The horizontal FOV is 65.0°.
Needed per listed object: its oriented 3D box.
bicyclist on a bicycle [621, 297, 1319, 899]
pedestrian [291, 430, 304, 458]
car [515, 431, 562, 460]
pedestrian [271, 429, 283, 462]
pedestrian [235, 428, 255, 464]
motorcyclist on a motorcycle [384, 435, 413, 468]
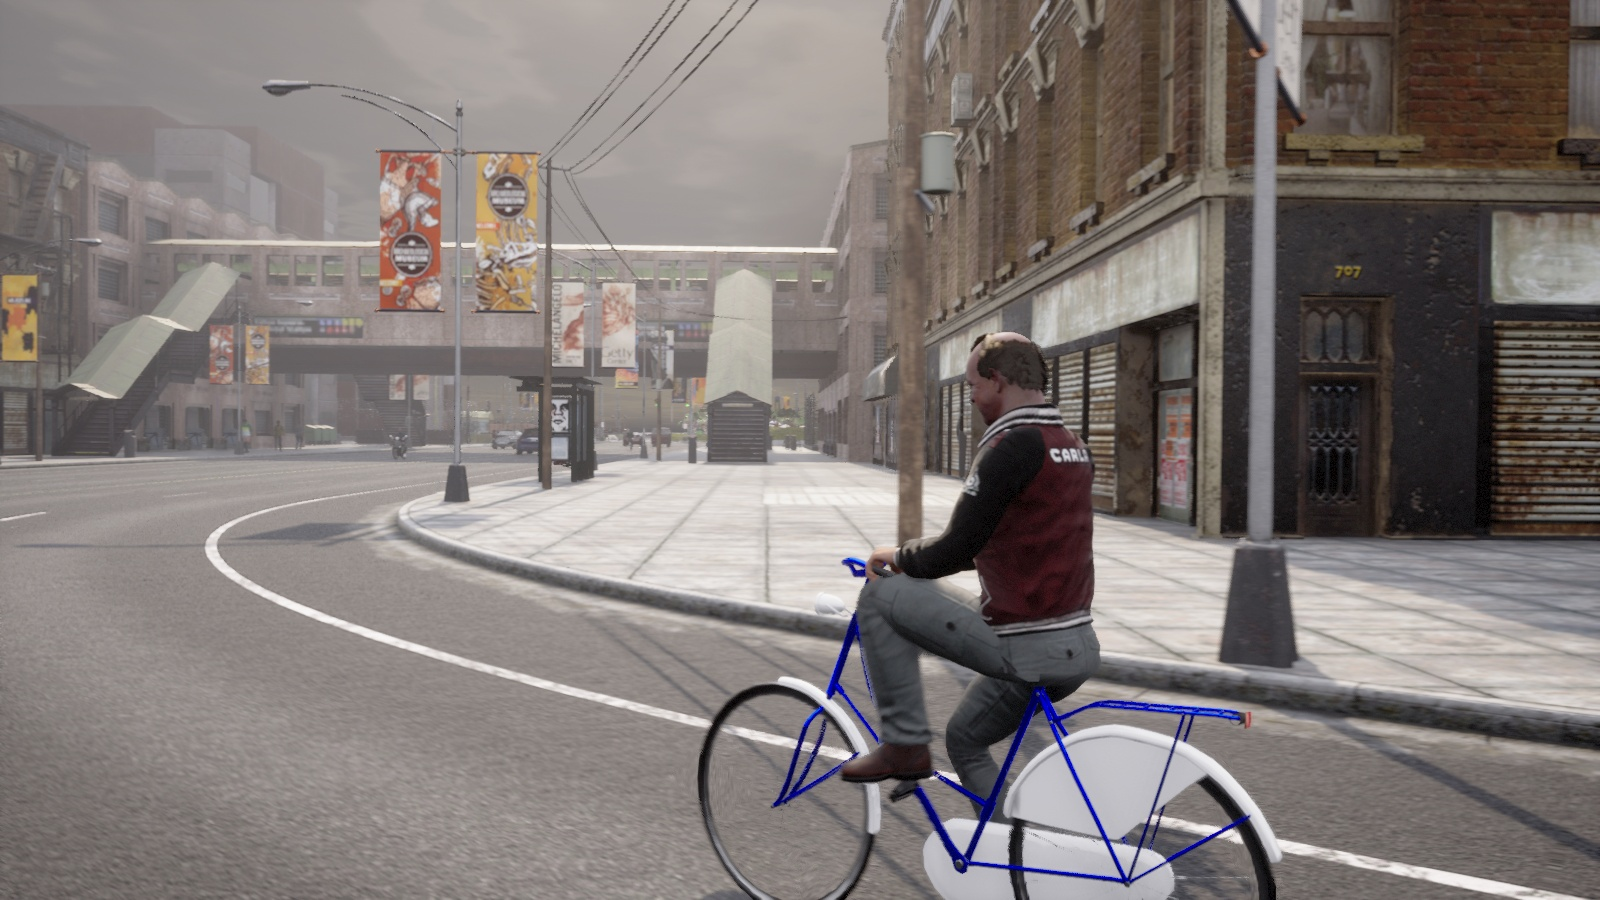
[{"bbox_3d":[0.394,0.554,3.513,1.843,1.776,0.659,0,1,37],"label":"bicyclist on a bicycle"},{"bbox_3d":[-32.900,-0.390,82.260,0.540,1.848,0.694,0,1,4],"label":"pedestrian"},{"bbox_3d":[-16.490,-0.291,79.363,2.097,1.767,4.553,0,1,-1],"label":"car"},{"bbox_3d":[-29.678,-0.277,71.294,0.431,1.840,0.709,-1,1,-6],"label":"pedestrian"},{"bbox_3d":[-29.892,-0.228,67.634,0.659,1.952,0.873,-1,1,-4],"label":"pedestrian"},{"bbox_3d":[-19.620,0.061,61.454,0.866,1.590,1.817,-1,1,-1],"label":"motorcyclist on a motorcycle"}]
